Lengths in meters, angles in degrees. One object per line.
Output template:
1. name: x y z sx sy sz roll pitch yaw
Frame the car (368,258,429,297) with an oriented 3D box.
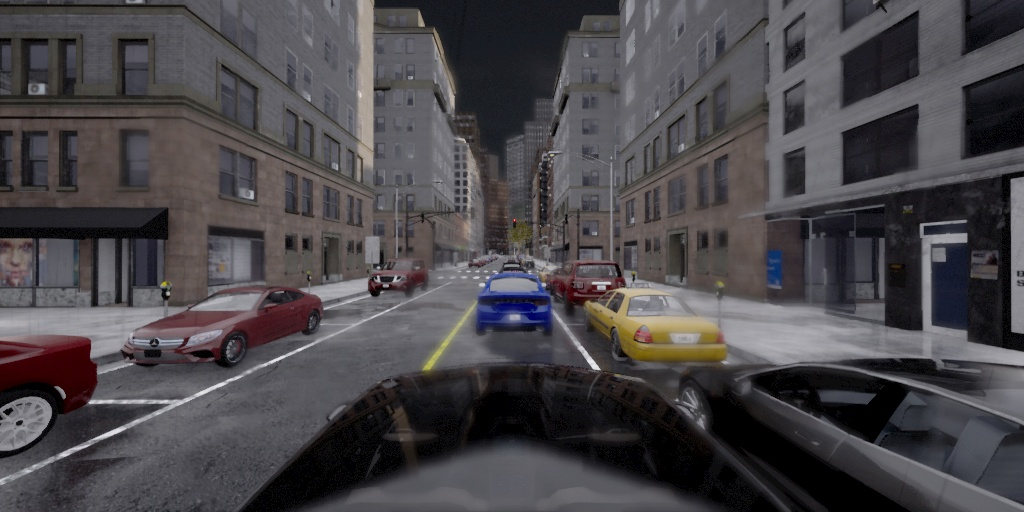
1. car: -5.791 1.045 18.961 2.192 1.841 5.009 0 0 0

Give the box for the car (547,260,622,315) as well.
1. car: 2.744 1.055 13.416 2.192 1.841 5.009 0 0 0

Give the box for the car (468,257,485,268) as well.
1. car: -5.851 1.125 56.621 1.888 1.381 4.507 0 0 0

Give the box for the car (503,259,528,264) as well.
1. car: 0.006 1.215 26.937 1.837 1.490 4.892 0 0 0

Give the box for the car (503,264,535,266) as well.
1. car: 0.067 1.296 18.024 1.994 1.385 4.181 0 0 0

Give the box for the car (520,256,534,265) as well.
1. car: 2.674 1.130 56.628 2.007 1.370 4.403 0 0 0

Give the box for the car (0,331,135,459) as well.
1. car: -5.764 1.295 2.303 1.888 1.381 4.507 0 0 0

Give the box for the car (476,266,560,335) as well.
1. car: 0.035 1.222 10.488 1.882 1.535 5.008 0 0 -1

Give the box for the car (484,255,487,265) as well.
1. car: -5.860 0.987 62.046 1.967 1.591 4.097 0 0 0

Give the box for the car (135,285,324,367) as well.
1. car: -5.772 1.328 7.855 1.802 1.307 4.207 0 0 0

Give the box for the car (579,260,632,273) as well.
1. car: 10.329 1.192 39.873 5.357 1.411 2.033 0 0 3

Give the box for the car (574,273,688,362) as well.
1. car: 2.753 1.272 8.032 1.751 1.417 4.829 0 0 0

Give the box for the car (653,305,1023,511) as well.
1. car: 2.761 1.316 2.310 1.948 1.339 4.313 0 0 0

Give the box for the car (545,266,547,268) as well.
1. car: 2.735 1.312 18.968 1.802 1.307 4.207 0 0 0
